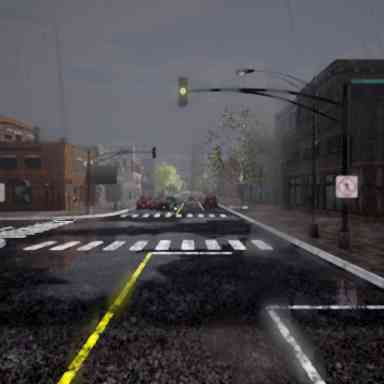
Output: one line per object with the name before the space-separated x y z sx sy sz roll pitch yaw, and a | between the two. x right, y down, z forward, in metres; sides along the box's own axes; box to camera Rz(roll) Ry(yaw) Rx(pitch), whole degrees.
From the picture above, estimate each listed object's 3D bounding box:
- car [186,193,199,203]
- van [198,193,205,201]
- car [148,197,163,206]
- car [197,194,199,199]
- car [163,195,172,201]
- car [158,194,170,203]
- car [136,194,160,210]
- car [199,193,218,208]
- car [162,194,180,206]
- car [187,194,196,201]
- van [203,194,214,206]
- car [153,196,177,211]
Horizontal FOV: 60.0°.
car | -0.110 1.445 68.030 2.128 1.511 4.902 0 0 0
van | 2.548 1.280 86.399 1.690 1.788 3.998 -1 0 0
car | -5.778 1.546 53.122 1.802 1.307 4.206 -1 0 0
car | 2.585 1.507 64.223 2.008 1.369 4.403 -1 0 0
car | -5.822 1.489 80.841 1.887 1.381 4.507 -1 0 0
car | -5.806 1.267 69.753 2.192 1.841 5.009 -1 0 0
car | -5.762 1.287 42.033 2.192 1.841 5.009 -1 0 0
car | 2.610 1.283 47.591 2.192 1.841 5.009 -1 0 0
car | -3.147 1.445 49.290 1.882 1.535 5.008 0 0 0
car | -0.126 1.320 78.446 1.882 1.535 5.008 0 0 0
van | 2.601 1.305 53.135 1.690 1.788 3.998 -1 0 0
car | -3.158 1.538 39.490 1.994 1.385 4.181 0 0 0
